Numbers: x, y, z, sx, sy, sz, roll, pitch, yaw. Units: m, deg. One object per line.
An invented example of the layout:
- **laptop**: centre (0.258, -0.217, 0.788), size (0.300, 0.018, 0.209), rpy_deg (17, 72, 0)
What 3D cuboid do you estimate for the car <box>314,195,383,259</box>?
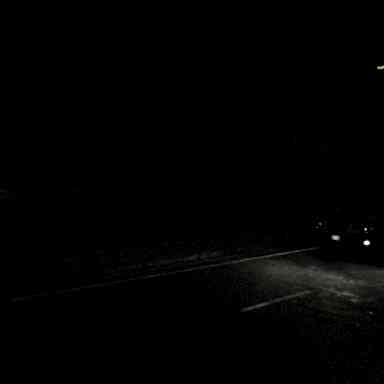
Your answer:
- **car**: centre (7.029, 1.153, 12.684), size (5.566, 2.045, 2.150), rpy_deg (0, 0, -35)
